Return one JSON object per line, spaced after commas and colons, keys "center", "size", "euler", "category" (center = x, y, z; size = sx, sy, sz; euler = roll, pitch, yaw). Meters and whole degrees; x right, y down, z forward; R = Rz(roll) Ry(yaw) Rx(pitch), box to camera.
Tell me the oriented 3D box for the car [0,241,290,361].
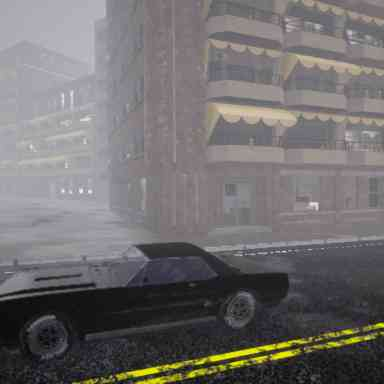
{"center": [-0.790, 1.601, 5.782], "size": [4.718, 1.301, 1.895], "euler": [0, 0, -21], "category": "car"}
